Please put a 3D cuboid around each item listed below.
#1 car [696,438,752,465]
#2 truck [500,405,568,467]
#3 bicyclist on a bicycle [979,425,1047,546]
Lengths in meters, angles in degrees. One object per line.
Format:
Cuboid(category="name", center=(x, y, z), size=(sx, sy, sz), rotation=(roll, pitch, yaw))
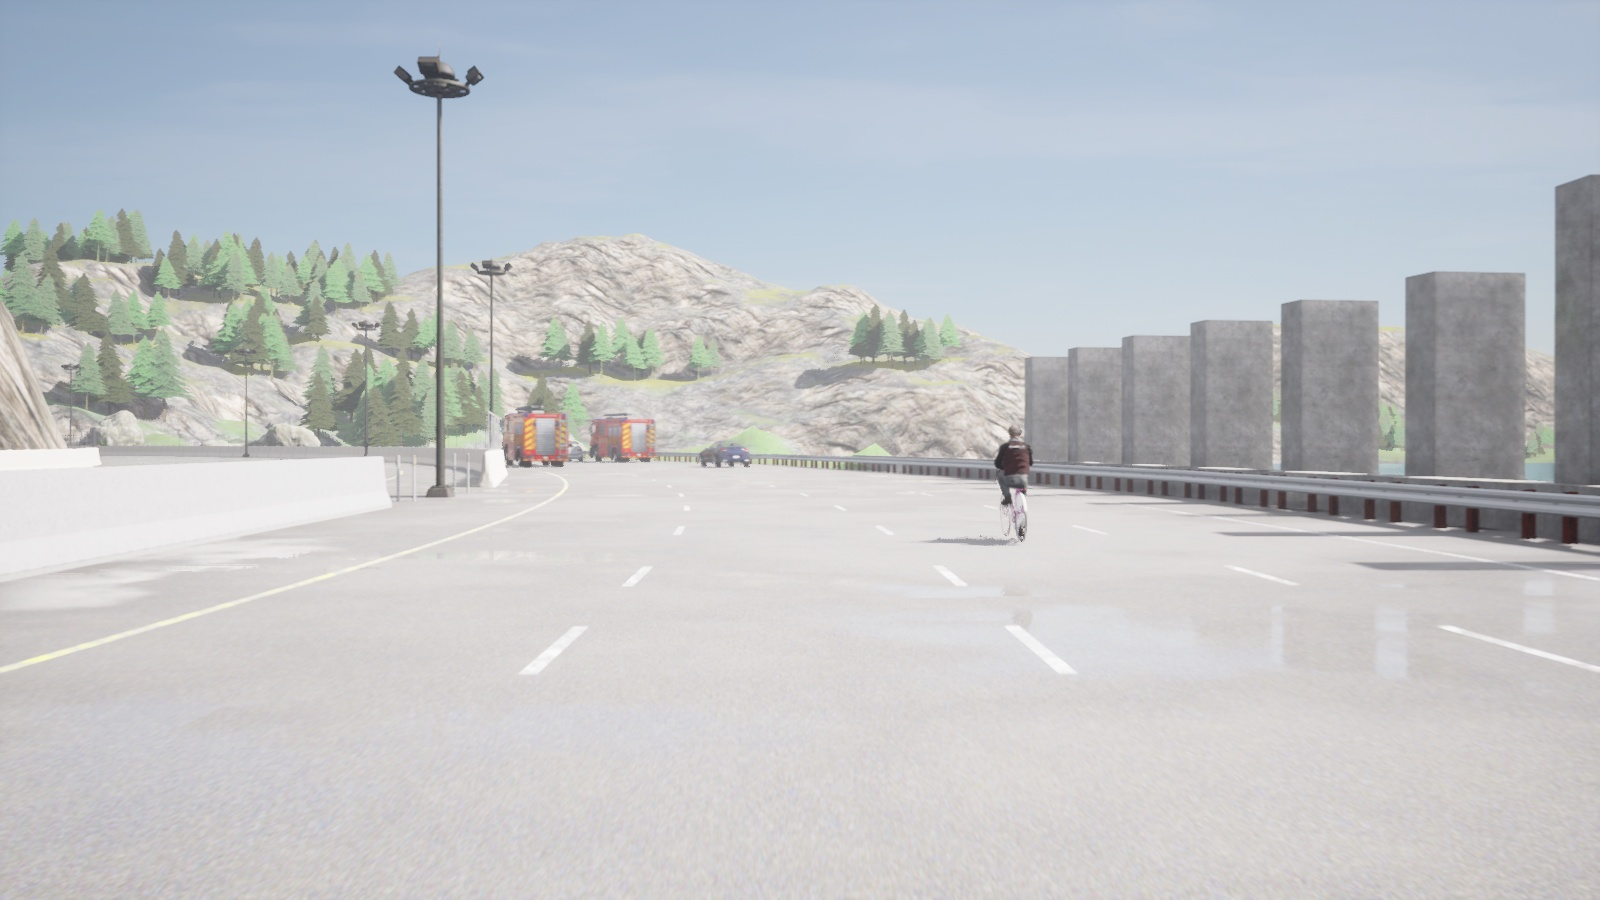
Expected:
Cuboid(category="car", center=(-4.746, 0.081, 78.115), size=(2.152, 1.651, 5.027), rotation=(0, 0, -20))
Cuboid(category="truck", center=(-17.450, -0.892, 81.918), size=(2.891, 3.827, 8.468), rotation=(0, 0, -22))
Cuboid(category="bicyclist on a bicycle", center=(3.264, 0.510, 19.405), size=(0.659, 1.776, 1.843), rotation=(-1, 1, -2))
